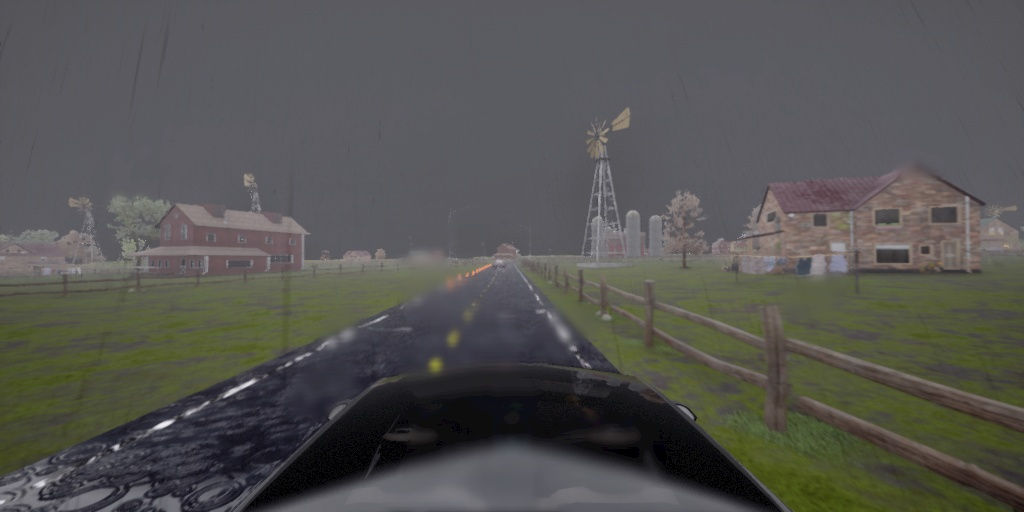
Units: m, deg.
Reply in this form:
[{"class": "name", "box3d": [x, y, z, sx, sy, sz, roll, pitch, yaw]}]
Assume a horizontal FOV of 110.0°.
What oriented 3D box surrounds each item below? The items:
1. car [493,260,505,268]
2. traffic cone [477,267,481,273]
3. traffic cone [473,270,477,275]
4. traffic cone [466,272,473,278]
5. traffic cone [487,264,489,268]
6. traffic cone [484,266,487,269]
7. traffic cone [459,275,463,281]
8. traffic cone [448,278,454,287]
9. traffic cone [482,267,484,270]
[{"class": "car", "box3d": [-2.137, 1.343, 62.133, 1.812, 1.442, 4.674, 0, 0, -1]}, {"class": "traffic cone", "box3d": [-4.232, 1.749, 43.699, 0.340, 0.580, 0.340, 0, 0, -1]}, {"class": "traffic cone", "box3d": [-4.183, 1.742, 38.698, 0.340, 0.580, 0.340, 0, 0, -1]}, {"class": "traffic cone", "box3d": [-4.135, 1.737, 33.698, 0.340, 0.580, 0.340, 0, 0, -1]}, {"class": "traffic cone", "box3d": [-4.377, 1.770, 58.699, 0.340, 0.580, 0.340, 0, 0, -1]}, {"class": "traffic cone", "box3d": [-4.329, 1.762, 53.699, 0.340, 0.580, 0.340, 0, 0, -1]}, {"class": "traffic cone", "box3d": [-4.087, 1.733, 28.698, 0.340, 0.580, 0.340, 0, 0, -1]}, {"class": "traffic cone", "box3d": [-4.039, 1.728, 23.698, 0.340, 0.580, 0.340, 0, 0, -1]}, {"class": "traffic cone", "box3d": [-4.281, 1.755, 48.699, 0.340, 0.580, 0.340, 0, 0, -1]}]
